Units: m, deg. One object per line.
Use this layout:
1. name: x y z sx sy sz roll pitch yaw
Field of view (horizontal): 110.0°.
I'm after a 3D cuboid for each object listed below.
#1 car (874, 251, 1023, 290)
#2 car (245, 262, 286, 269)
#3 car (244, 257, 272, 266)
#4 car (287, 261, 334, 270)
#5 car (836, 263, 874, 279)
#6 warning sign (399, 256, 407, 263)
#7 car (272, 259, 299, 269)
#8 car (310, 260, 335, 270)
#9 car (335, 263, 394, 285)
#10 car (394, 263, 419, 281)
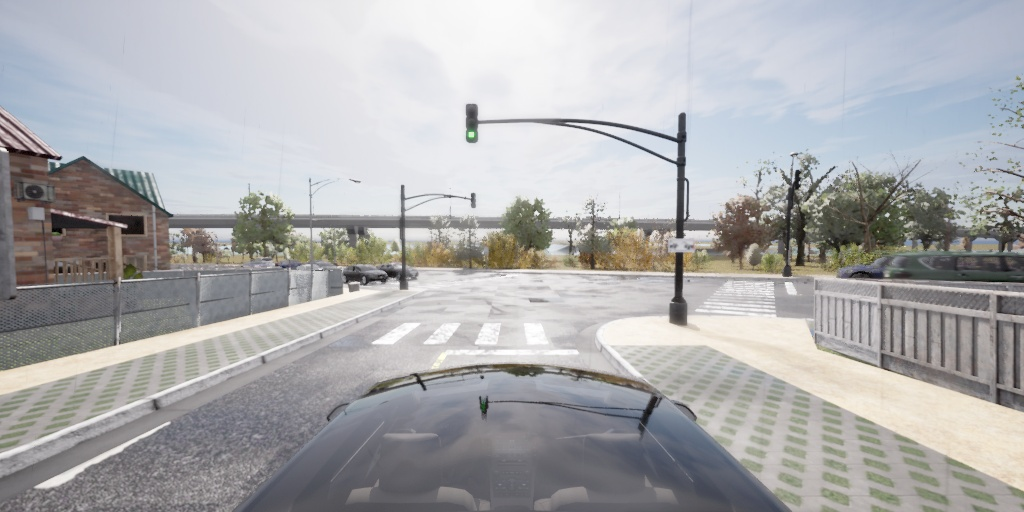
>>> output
1. car: 16.822 0.852 12.445 5.566 2.045 2.150 -1 1 36
2. car: -28.579 1.710 41.471 4.718 1.301 1.895 0 2 36
3. car: -36.752 1.440 51.505 4.553 1.767 2.097 0 2 36
4. car: -19.732 1.559 35.034 4.674 1.442 1.812 0 2 36
5. car: 19.821 0.760 18.564 4.553 1.767 2.097 0 2 36
6. warning sign: -14.260 0.732 46.762 1.060 1.860 1.300 0 0 36
7. car: -32.747 1.307 52.759 4.553 1.767 2.097 -1 2 36
8. car: -21.049 1.455 40.001 4.892 1.490 1.837 -1 2 36
9. car: -12.214 1.474 29.562 4.892 1.490 1.837 0 2 36
10. car: -10.447 1.352 32.292 4.902 1.511 2.128 0 2 36
